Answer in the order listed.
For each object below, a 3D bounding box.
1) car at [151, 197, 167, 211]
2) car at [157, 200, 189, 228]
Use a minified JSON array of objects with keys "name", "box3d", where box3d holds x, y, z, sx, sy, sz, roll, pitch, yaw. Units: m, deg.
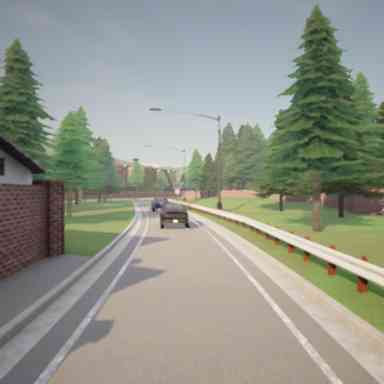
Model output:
[{"name":"car","box3d":[-3.897,1.390,40.739,2.097,1.767,4.553,0,0,-9]},{"name":"car","box3d":[-1.251,1.526,22.585,1.837,1.490,4.892,0,0,-6]}]
